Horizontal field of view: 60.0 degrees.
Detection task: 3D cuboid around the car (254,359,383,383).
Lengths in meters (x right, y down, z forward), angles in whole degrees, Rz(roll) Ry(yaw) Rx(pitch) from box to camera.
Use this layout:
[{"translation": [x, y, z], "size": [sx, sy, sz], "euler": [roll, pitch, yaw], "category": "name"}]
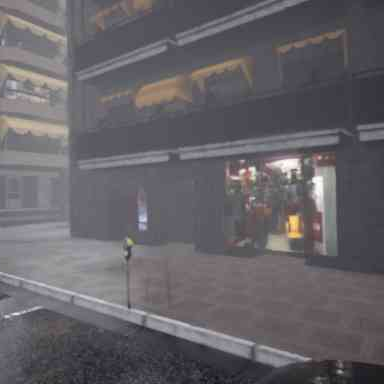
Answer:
[{"translation": [2.157, 1.545, 1.353], "size": [4.403, 1.369, 2.008], "euler": [0, -1, 36], "category": "car"}]
